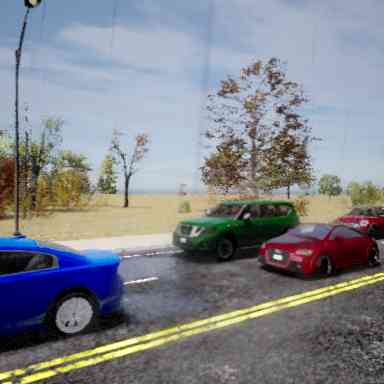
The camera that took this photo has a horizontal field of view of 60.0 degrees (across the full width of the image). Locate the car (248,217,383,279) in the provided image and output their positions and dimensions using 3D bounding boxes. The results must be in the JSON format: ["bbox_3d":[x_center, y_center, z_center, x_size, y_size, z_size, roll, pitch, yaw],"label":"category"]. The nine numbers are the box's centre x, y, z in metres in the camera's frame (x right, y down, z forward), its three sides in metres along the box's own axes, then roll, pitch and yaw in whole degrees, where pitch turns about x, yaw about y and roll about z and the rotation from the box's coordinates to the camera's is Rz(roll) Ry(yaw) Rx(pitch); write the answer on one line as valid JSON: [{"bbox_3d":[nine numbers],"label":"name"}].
[{"bbox_3d":[4.072,1.687,10.554,4.181,1.385,1.994,1,-1,-35],"label":"car"}]

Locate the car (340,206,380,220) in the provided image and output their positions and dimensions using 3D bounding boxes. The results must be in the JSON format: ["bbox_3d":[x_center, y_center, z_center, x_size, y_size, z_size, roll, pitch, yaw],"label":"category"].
[{"bbox_3d":[9.849,1.598,18.675,4.553,1.767,2.097,1,-1,-35],"label":"car"}]

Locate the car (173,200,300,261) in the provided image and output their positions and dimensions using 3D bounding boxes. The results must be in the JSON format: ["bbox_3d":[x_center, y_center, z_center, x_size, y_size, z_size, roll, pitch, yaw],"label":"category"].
[{"bbox_3d":[1.957,1.340,13.047,5.566,2.045,2.150,1,-1,-35],"label":"car"}]

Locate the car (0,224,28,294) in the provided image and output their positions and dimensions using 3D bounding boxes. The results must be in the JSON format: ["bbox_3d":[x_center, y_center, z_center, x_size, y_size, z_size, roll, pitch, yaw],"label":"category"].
[{"bbox_3d":[-6.090,1.552,7.315,4.181,1.385,1.994,1,-1,-35],"label":"car"}]

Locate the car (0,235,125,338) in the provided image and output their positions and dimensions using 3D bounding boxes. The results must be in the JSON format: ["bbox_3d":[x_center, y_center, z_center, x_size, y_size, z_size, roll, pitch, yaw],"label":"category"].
[{"bbox_3d":[-3.541,1.477,5.139,5.008,1.535,1.882,1,-1,-35],"label":"car"}]

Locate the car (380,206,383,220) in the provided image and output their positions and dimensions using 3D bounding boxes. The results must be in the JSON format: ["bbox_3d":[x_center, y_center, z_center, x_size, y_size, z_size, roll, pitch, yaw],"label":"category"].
[{"bbox_3d":[11.114,1.588,15.580,4.553,1.767,2.097,1,-1,-35],"label":"car"}]
